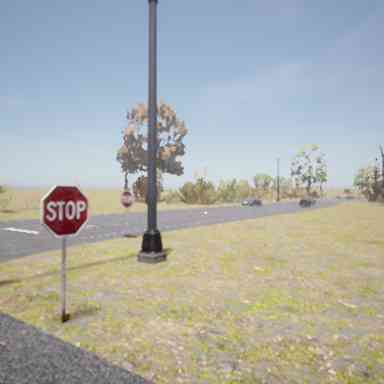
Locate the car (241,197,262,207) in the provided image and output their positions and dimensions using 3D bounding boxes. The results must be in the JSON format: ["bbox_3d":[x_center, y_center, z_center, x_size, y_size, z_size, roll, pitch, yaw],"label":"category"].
[{"bbox_3d":[9.550,1.546,52.995,2.128,1.511,4.902,0,0,35],"label":"car"}]

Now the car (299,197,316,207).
[{"bbox_3d":[18.998,1.606,54.553,1.837,1.490,4.892,1,0,32],"label":"car"}]
